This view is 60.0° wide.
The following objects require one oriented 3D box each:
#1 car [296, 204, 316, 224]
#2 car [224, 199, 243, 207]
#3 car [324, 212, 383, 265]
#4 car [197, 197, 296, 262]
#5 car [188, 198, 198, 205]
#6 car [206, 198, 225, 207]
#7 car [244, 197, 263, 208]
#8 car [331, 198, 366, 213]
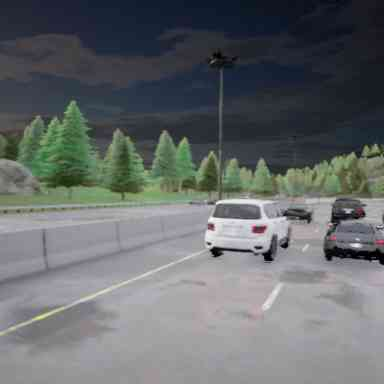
[{"bbox_3d":[9.040,1.722,27.536,1.837,1.490,4.892,1,0,25],"label":"car"},{"bbox_3d":[7.350,1.897,58.141,1.895,1.301,4.718,1,0,25],"label":"car"},{"bbox_3d":[6.083,1.688,12.445,1.994,1.385,4.181,1,0,25],"label":"car"},{"bbox_3d":[2.378,1.296,12.763,2.150,2.045,5.566,1,0,25],"label":"car"},{"bbox_3d":[0.947,1.818,60.935,1.895,1.301,4.718,1,0,25],"label":"car"},{"bbox_3d":[4.198,1.821,59.652,1.994,1.385,4.181,1,0,25],"label":"car"},{"bbox_3d":[10.586,1.689,56.807,2.097,1.767,4.553,1,0,25],"label":"car"},{"bbox_3d":[11.748,1.468,25.048,2.150,2.045,5.566,1,0,25],"label":"car"}]
